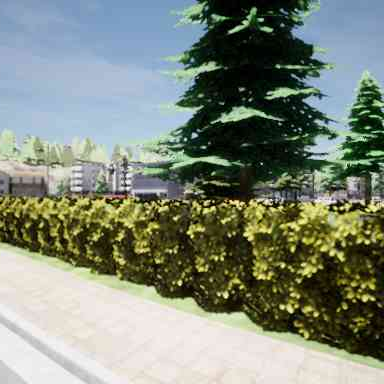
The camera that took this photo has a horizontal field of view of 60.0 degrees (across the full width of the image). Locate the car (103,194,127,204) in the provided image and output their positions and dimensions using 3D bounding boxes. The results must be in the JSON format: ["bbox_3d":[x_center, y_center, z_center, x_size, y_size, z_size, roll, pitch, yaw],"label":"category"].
[{"bbox_3d":[-15.958,1.423,69.383,1.932,1.855,4.605,0,0,44],"label":"car"}]

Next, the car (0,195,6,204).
[{"bbox_3d":[-41.870,1.535,69.804,1.932,1.855,4.605,0,0,44],"label":"car"}]

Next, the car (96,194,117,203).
[{"bbox_3d":[-18.326,1.419,71.117,1.905,1.878,3.866,0,0,44],"label":"car"}]

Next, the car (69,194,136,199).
[{"bbox_3d":[-7.971,1.370,30.811,2.150,2.045,5.566,0,0,44],"label":"car"}]

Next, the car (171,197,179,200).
[{"bbox_3d":[-2.753,1.595,56.304,1.845,1.501,3.633,0,0,44],"label":"car"}]

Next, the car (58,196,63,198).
[{"bbox_3d":[-32.301,1.683,84.303,1.970,1.475,3.806,0,0,44],"label":"car"}]
